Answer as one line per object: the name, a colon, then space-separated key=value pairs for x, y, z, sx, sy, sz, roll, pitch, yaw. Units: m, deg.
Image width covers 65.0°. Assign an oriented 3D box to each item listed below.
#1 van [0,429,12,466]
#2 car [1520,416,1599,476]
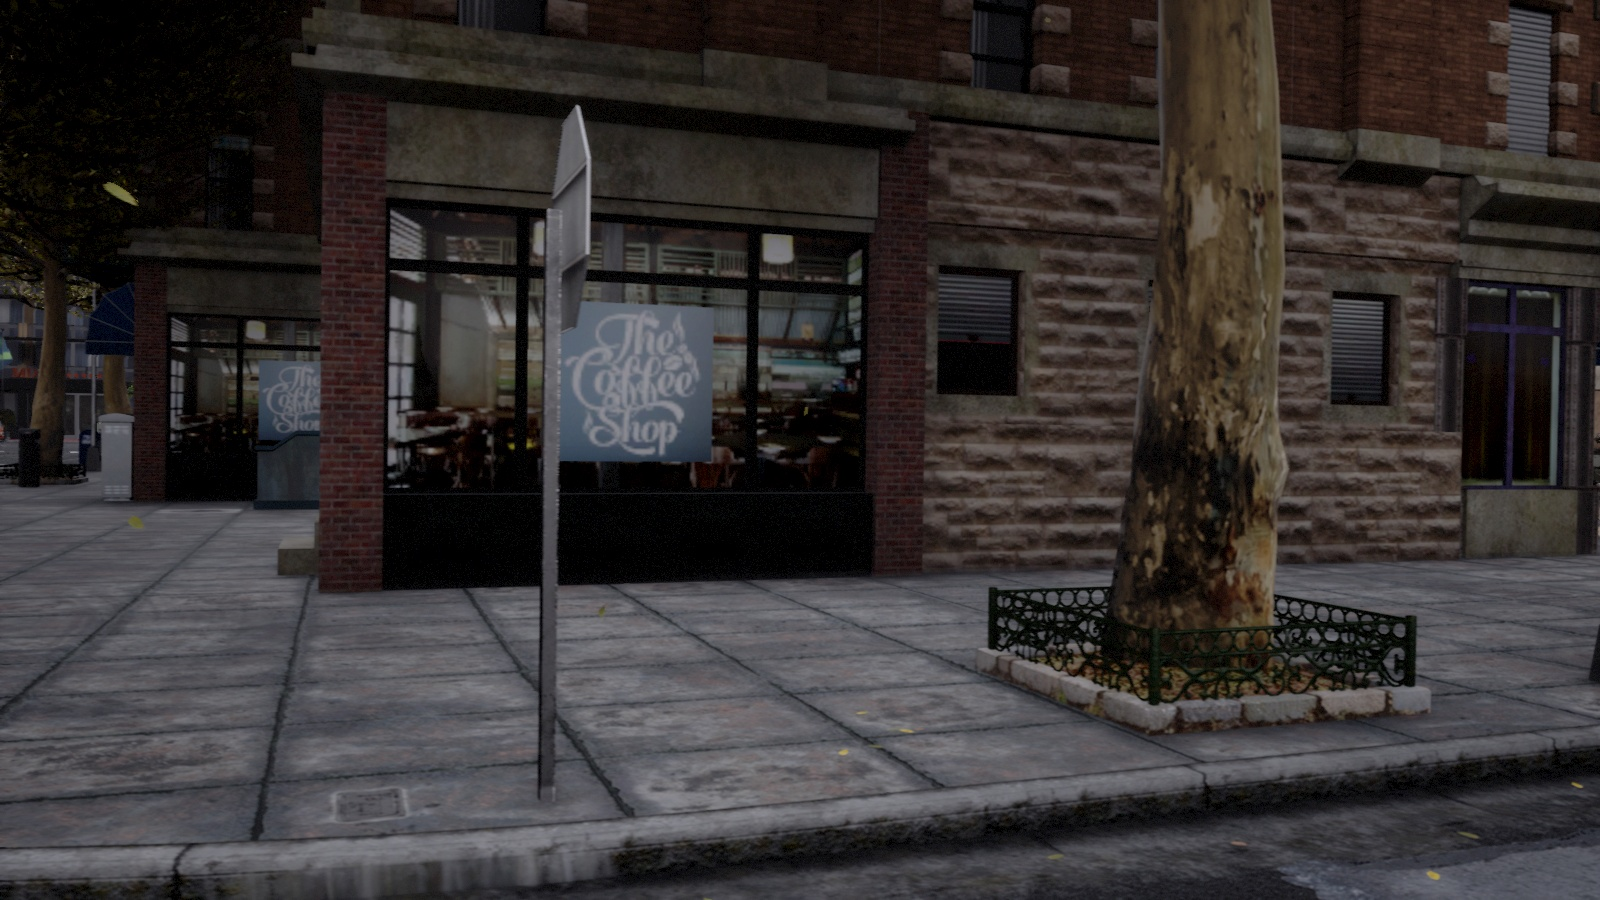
van: x=-44.912 y=-0.134 z=67.517 sx=4.442 sy=1.987 sz=1.775 roll=0 pitch=1 yaw=17
car: x=25.564 y=-0.146 z=39.822 sx=1.932 sy=1.855 sz=4.605 roll=-1 pitch=1 yaw=-20
